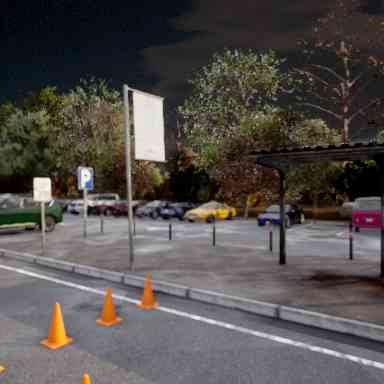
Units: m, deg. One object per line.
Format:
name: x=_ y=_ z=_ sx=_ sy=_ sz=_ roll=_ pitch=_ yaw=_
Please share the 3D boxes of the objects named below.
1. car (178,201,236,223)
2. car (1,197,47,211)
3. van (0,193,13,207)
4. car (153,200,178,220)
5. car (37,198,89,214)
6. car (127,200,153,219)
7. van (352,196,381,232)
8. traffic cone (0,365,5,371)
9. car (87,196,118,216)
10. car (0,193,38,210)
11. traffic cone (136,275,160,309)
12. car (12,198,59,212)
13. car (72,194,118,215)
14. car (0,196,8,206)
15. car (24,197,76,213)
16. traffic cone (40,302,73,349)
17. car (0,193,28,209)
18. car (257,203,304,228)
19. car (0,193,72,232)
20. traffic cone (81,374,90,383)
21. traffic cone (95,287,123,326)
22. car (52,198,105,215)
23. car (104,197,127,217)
car: x=1.516 y=1.477 z=25.759 sx=1.946 sy=1.575 sz=5.366 roll=0 pitch=0 yaw=35
car: x=-21.079 y=1.458 z=41.893 sx=2.163 sy=1.488 sz=4.792 roll=0 pitch=0 yaw=35
van: x=-27.841 y=1.142 z=46.750 sx=1.878 sy=1.987 sz=4.442 roll=1 pitch=0 yaw=35
car: x=-0.632 y=1.507 z=27.530 sx=2.163 sy=1.488 sz=4.792 roll=0 pitch=0 yaw=35
car: x=-14.280 y=1.460 z=37.075 sx=2.097 sy=1.535 sz=5.008 roll=0 pitch=0 yaw=35
car: x=-2.916 y=1.476 z=29.106 sx=2.231 sy=1.521 sz=4.892 roll=0 pitch=0 yaw=35
van: x=10.774 y=1.265 z=19.624 sx=1.878 sy=1.987 sz=4.442 roll=0 pitch=0 yaw=35
traffic cone: x=-2.602 y=1.958 z=4.176 sx=0.340 sy=0.580 sz=0.340 roll=0 pitch=0 yaw=35
car: x=-7.459 y=1.470 z=32.297 sx=2.097 sy=1.535 sz=5.008 roll=0 pitch=0 yaw=35
car: x=-23.381 y=1.160 z=43.440 sx=2.435 sy=2.045 sz=5.566 roll=0 pitch=0 yaw=35
traffic cone: x=-0.877 y=1.958 z=6.625 sx=0.340 sy=0.580 sz=0.340 roll=0 pitch=0 yaw=36
car: x=-18.835 y=1.475 z=40.245 sx=2.163 sy=1.488 sz=4.792 roll=0 pitch=0 yaw=35
car: x=-9.750 y=1.216 z=33.864 sx=2.435 sy=2.045 sz=5.566 roll=0 pitch=0 yaw=35
car: x=-30.073 y=1.340 z=48.403 sx=1.946 sy=1.575 sz=5.366 roll=1 pitch=0 yaw=35
car: x=-16.444 y=1.450 z=38.827 sx=1.946 sy=1.575 sz=5.366 roll=0 pitch=0 yaw=35
traffic cone: x=-2.027 y=1.958 z=4.992 sx=0.340 sy=0.580 sz=0.340 roll=0 pitch=0 yaw=35
car: x=-25.620 y=1.140 z=45.082 sx=2.435 sy=2.045 sz=5.566 roll=1 pitch=0 yaw=35
car: x=6.149 y=1.515 z=22.696 sx=2.163 sy=1.488 sz=4.792 roll=0 pitch=0 yaw=35
car: x=-9.742 y=1.224 z=17.875 sx=2.435 sy=2.045 sz=5.566 roll=0 pitch=0 yaw=35
traffic cone: x=-0.967 y=1.958 z=3.024 sx=0.340 sy=0.580 sz=0.340 roll=0 pitch=0 yaw=35
traffic cone: x=-1.452 y=1.958 z=5.809 sx=0.340 sy=0.580 sz=0.340 roll=0 pitch=0 yaw=35
car: x=-12.008 y=1.466 z=35.478 sx=2.231 sy=1.521 sz=4.892 roll=0 pitch=0 yaw=35
car: x=-5.188 y=1.473 z=30.701 sx=2.097 sy=1.535 sz=5.008 roll=0 pitch=0 yaw=35
